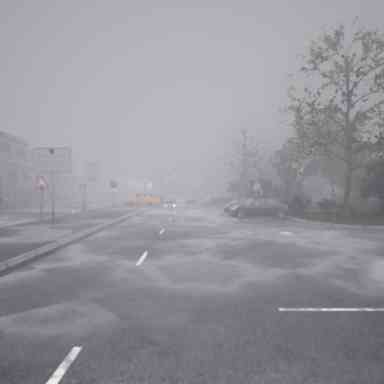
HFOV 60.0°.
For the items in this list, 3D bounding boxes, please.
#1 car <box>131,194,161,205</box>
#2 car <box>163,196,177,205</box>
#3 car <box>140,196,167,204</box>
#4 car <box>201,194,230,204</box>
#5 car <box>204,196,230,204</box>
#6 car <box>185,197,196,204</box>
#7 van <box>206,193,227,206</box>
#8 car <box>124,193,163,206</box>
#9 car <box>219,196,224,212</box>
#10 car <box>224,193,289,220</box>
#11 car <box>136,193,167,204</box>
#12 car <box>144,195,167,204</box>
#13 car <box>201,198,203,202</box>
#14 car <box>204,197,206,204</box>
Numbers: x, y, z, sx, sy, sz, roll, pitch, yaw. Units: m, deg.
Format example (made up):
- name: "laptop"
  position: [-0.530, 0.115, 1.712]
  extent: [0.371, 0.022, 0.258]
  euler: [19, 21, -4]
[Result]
- name: "car"
  position: [-7.391, 1.234, 53.394]
  extent: [4.553, 1.767, 2.185]
  euler: [0, -1, -1]
- name: "car"
  position: [-3.586, 1.426, 56.072]
  extent: [1.837, 1.490, 4.892]
  euler: [0, -1, 0]
- name: "car"
  position: [-7.548, 1.589, 65.535]
  extent: [5.008, 1.535, 2.097]
  euler: [0, -1, -1]
- name: "car"
  position: [4.674, 1.365, 66.573]
  extent: [5.566, 2.045, 2.435]
  euler: [0, -1, -1]
- name: "car"
  position: [4.732, 1.554, 63.899]
  extent: [4.892, 1.521, 2.231]
  euler: [0, -1, -1]
- name: "car"
  position: [-0.311, 1.609, 61.044]
  extent: [1.895, 1.301, 4.718]
  euler: [0, -1, 0]
- name: "van"
  position: [4.760, 1.098, 49.939]
  extent: [4.442, 1.987, 1.878]
  euler: [0, -1, -1]
- name: "car"
  position: [-7.581, 1.324, 50.473]
  extent: [5.366, 1.575, 1.946]
  euler: [0, -1, -1]
- name: "car"
  position: [5.035, 1.346, 29.144]
  extent: [4.674, 1.452, 2.002]
  euler: [0, 0, 0]
- name: "car"
  position: [5.109, 1.197, 25.973]
  extent: [4.553, 1.767, 2.185]
  euler: [0, 0, 0]
- name: "car"
  position: [-7.484, 1.268, 62.624]
  extent: [5.566, 2.045, 2.435]
  euler: [0, -1, -1]
- name: "car"
  position: [-7.563, 1.537, 68.573]
  extent: [4.553, 1.767, 2.185]
  euler: [0, -1, -1]
- name: "car"
  position: [4.748, 1.238, 61.113]
  extent: [5.566, 2.045, 2.435]
  euler: [0, -1, -1]
- name: "car"
  position: [5.037, 1.352, 52.733]
  extent: [5.366, 1.575, 1.946]
  euler: [0, -1, -1]
